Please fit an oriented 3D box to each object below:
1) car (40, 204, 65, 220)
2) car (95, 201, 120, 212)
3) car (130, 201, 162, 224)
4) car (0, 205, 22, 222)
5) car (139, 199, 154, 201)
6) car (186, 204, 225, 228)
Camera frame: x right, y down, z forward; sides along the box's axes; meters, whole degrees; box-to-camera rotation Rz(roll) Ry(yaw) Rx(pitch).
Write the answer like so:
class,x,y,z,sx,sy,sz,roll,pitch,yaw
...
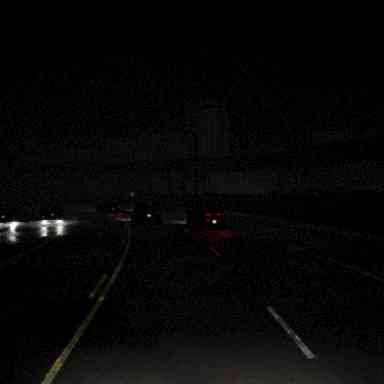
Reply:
class,x,y,z,sx,sy,sz,roll,pitch,yaw
car,-12.554,1.748,29.911,1.994,1.385,4.181,0,0,-23
car,-10.628,1.779,41.674,1.895,1.301,4.718,-1,0,-32
car,-3.609,1.653,25.700,1.994,1.385,4.181,0,0,-16
car,-15.444,1.770,27.814,1.994,1.385,4.181,0,0,-23
car,-5.599,1.609,39.961,2.128,1.511,4.902,-1,0,-28
car,0.835,1.556,22.621,1.837,1.490,4.892,0,0,-12
